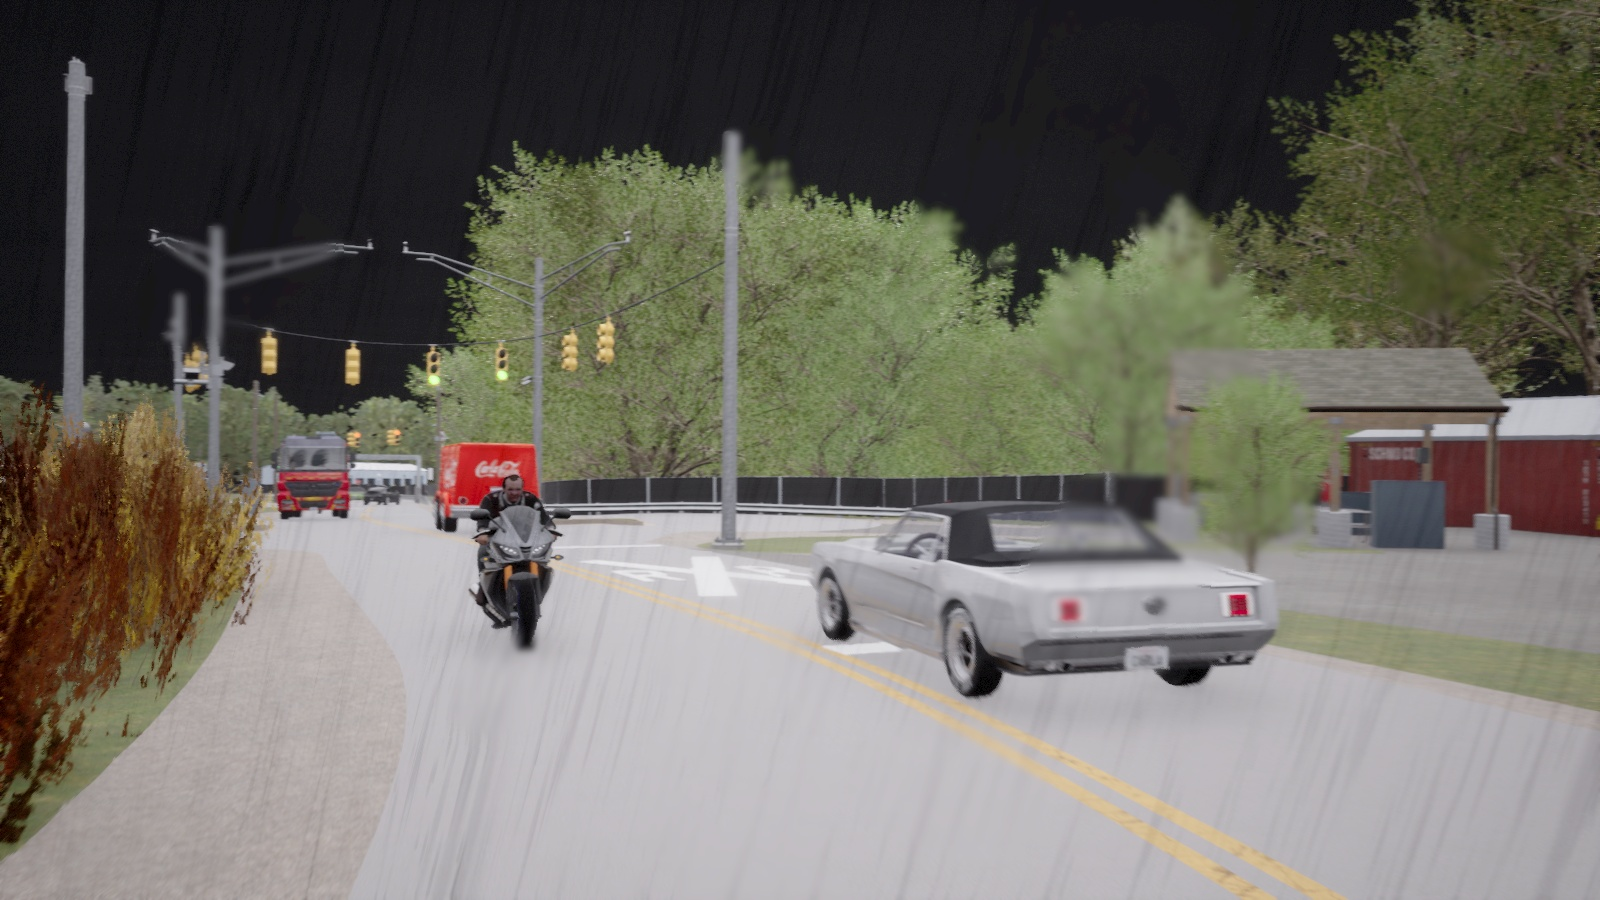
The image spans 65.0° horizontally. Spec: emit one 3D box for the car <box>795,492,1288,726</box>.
[{"bbox_3d":[1.553,1.040,10.091,1.895,1.301,4.718,0,-1,-17],"label":"car"}]

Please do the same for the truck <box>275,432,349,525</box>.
[{"bbox_3d":[-21.871,1.327,56.558,2.891,3.827,8.468,-1,-2,-20],"label":"truck"}]

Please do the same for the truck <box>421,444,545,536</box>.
[{"bbox_3d":[-9.295,1.177,36.435,2.627,2.467,5.204,0,-2,-24],"label":"truck"}]

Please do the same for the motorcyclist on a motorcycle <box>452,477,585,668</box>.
[{"bbox_3d":[-2.606,1.020,11.408,0.866,1.530,2.191,0,-1,-21],"label":"motorcyclist on a motorcycle"}]
